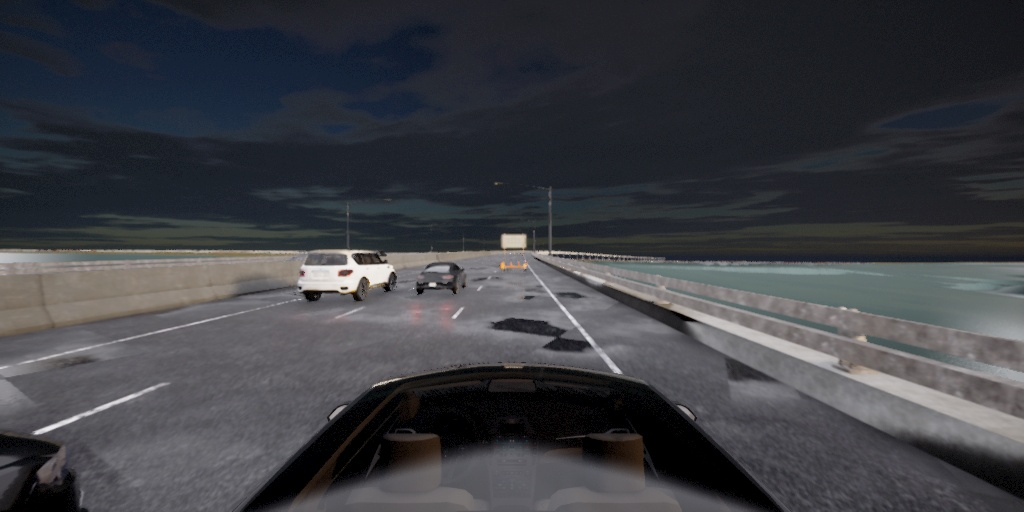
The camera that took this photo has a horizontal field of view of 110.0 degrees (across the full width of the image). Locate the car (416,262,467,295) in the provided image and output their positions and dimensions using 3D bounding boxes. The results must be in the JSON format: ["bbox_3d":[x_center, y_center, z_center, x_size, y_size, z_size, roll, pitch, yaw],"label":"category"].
[{"bbox_3d":[-3.348,1.009,17.502,1.812,1.442,4.674,0,1,0],"label":"car"}]

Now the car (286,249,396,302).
[{"bbox_3d":[-6.860,0.737,15.560,2.150,2.045,5.566,0,1,0],"label":"car"}]

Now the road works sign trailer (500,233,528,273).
[{"bbox_3d":[0.181,-0.321,33.325,2.380,3.560,2.880,0,0,1],"label":"road works sign trailer"}]
